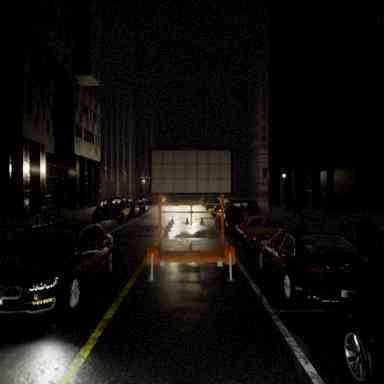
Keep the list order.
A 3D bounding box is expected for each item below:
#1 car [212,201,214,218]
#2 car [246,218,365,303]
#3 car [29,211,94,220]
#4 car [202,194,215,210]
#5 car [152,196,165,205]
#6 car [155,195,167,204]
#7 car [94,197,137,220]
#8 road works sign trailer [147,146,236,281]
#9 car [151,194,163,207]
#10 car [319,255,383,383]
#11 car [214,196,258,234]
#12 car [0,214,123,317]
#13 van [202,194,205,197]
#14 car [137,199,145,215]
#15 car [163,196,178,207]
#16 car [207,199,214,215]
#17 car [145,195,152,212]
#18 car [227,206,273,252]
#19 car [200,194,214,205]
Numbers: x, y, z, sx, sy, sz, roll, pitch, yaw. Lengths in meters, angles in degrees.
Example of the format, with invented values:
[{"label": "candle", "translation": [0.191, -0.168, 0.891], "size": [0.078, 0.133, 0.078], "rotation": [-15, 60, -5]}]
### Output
[{"label": "car", "translation": [2.710, 1.579, 24.818], "size": [1.802, 1.307, 4.206], "rotation": [0, 0, 0]}, {"label": "car", "translation": [2.744, 1.550, 8.012], "size": [2.008, 1.369, 4.403], "rotation": [0, 0, 0]}, {"label": "car", "translation": [-5.793, 1.549, 13.592], "size": [2.008, 1.369, 4.403], "rotation": [0, 0, 0]}, {"label": "car", "translation": [2.676, 1.437, 41.622], "size": [1.967, 1.590, 4.097], "rotation": [0, 0, 0]}, {"label": "car", "translation": [-5.882, 1.522, 58.240], "size": [1.752, 1.417, 4.829], "rotation": [0, 0, 0]}, {"label": "car", "translation": [-5.894, 1.437, 64.012], "size": [1.967, 1.590, 4.097], "rotation": [0, 0, 0]}, {"label": "car", "translation": [-5.816, 1.313, 24.797], "size": [2.192, 1.841, 5.009], "rotation": [0, 0, 0]}, {"label": "road works sign trailer", "translation": [-0.020, 0.463, 9.806], "size": [2.380, 3.560, 2.880], "rotation": [0, 0, 0]}, {"label": "car", "translation": [-5.872, 1.312, 52.808], "size": [2.192, 1.841, 5.009], "rotation": [0, 0, 0]}, {"label": "car", "translation": [2.755, 1.566, 2.410], "size": [1.947, 1.339, 4.313], "rotation": [0, 0, 0]}, {"label": "car", "translation": [2.720, 1.313, 19.216], "size": [2.192, 1.841, 5.009], "rotation": [0, 0, 0]}, {"label": "car", "translation": [-3.116, 1.504, 7.732], "size": [1.837, 1.490, 4.892], "rotation": [0, 0, 0]}, {"label": "van", "translation": [2.664, 1.338, 47.225], "size": [1.690, 1.788, 3.998], "rotation": [0, 0, 0]}, {"label": "car", "translation": [-5.826, 1.563, 30.399], "size": [1.947, 1.339, 4.313], "rotation": [0, 0, 0]}, {"label": "car", "translation": [-3.105, 1.550, 52.431], "size": [1.812, 1.442, 4.674], "rotation": [0, 0, 0]}, {"label": "car", "translation": [2.699, 1.563, 30.419], "size": [1.947, 1.339, 4.313], "rotation": [0, 0, 0]}, {"label": "car", "translation": [-5.838, 1.437, 36.001], "size": [1.967, 1.590, 4.097], "rotation": [0, 0, 0]}, {"label": "car", "translation": [2.732, 1.524, 13.783], "size": [1.752, 1.417, 4.829], "rotation": [0, 0, 0]}, {"label": "car", "translation": [2.642, 1.312, 58.428], "size": [2.192, 1.841, 5.009], "rotation": [0, 0, 0]}]
